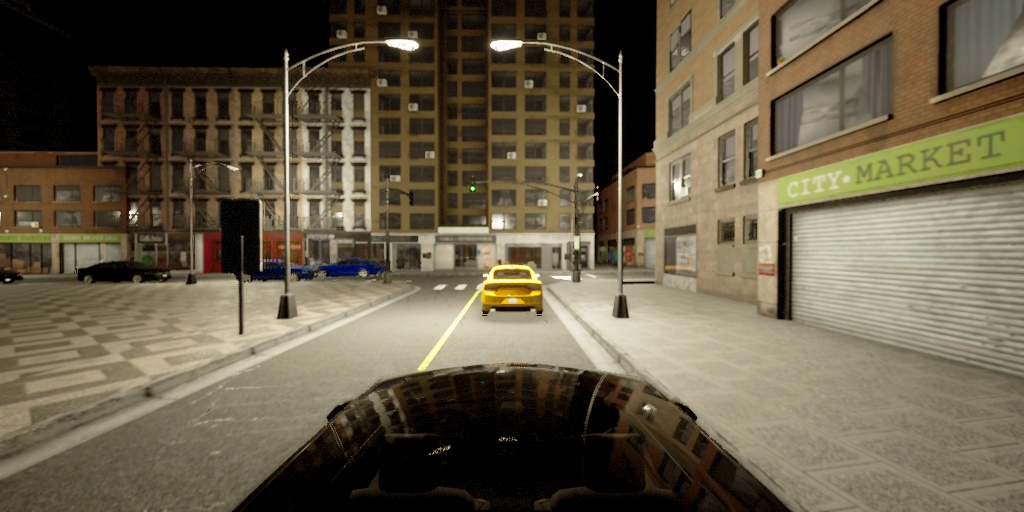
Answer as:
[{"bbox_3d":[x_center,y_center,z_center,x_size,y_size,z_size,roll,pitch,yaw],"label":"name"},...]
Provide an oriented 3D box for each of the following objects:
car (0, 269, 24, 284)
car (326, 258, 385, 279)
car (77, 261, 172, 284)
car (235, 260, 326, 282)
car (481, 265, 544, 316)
[{"bbox_3d":[-36.013,1.210,23.675,5.357,1.411,2.033,0,1,-1],"label":"car"},{"bbox_3d":[-12.252,0.927,27.159,5.008,1.535,1.882,0,0,2],"label":"car"},{"bbox_3d":[-25.693,1.069,23.892,5.008,1.535,1.882,0,1,-1],"label":"car"},{"bbox_3d":[-15.722,0.993,24.115,5.008,1.535,1.882,0,1,0],"label":"car"},{"bbox_3d":[-0.015,1.057,12.574,1.882,1.535,5.008,0,1,-1],"label":"car"}]
